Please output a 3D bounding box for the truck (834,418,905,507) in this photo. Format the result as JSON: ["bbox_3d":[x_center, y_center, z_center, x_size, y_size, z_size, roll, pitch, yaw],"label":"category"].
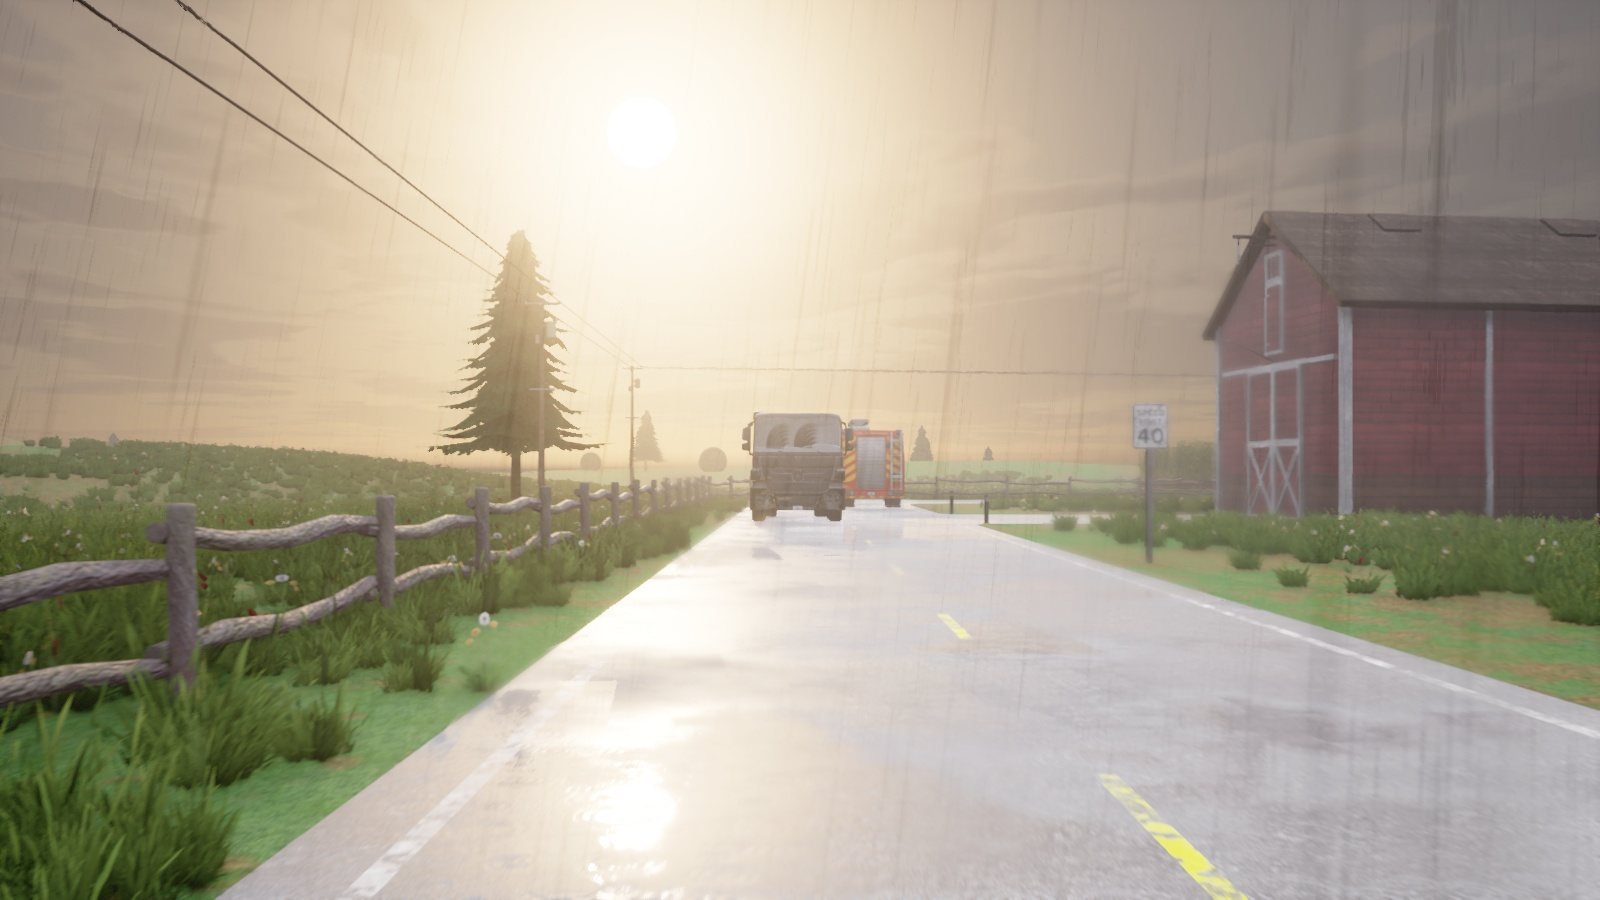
[{"bbox_3d":[3.090,0.612,58.146,2.891,3.827,8.468,0,-1,1],"label":"truck"}]

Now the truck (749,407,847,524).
[{"bbox_3d":[-0.105,0.524,41.262,2.891,3.462,7.936,0,-1,-1],"label":"truck"}]
